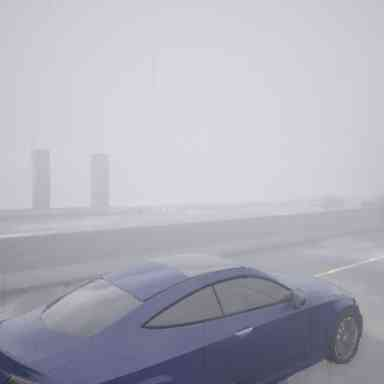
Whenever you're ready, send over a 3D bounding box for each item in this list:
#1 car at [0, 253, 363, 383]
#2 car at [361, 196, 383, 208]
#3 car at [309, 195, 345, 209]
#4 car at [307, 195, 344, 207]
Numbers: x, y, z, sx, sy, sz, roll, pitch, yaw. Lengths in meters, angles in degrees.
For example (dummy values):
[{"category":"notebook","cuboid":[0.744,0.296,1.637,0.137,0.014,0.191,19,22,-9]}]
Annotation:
[{"category":"car","cuboid":[0.190,1.501,4.015,4.674,1.442,1.812,-1,0,-37]},{"category":"car","cuboid":[21.251,1.126,37.738,5.357,1.411,2.033,-1,0,-37]},{"category":"car","cuboid":[15.364,1.125,37.684,4.902,1.511,2.128,-1,0,-37]},{"category":"car","cuboid":[17.635,1.124,43.777,5.357,1.411,2.033,-1,0,-37]}]
